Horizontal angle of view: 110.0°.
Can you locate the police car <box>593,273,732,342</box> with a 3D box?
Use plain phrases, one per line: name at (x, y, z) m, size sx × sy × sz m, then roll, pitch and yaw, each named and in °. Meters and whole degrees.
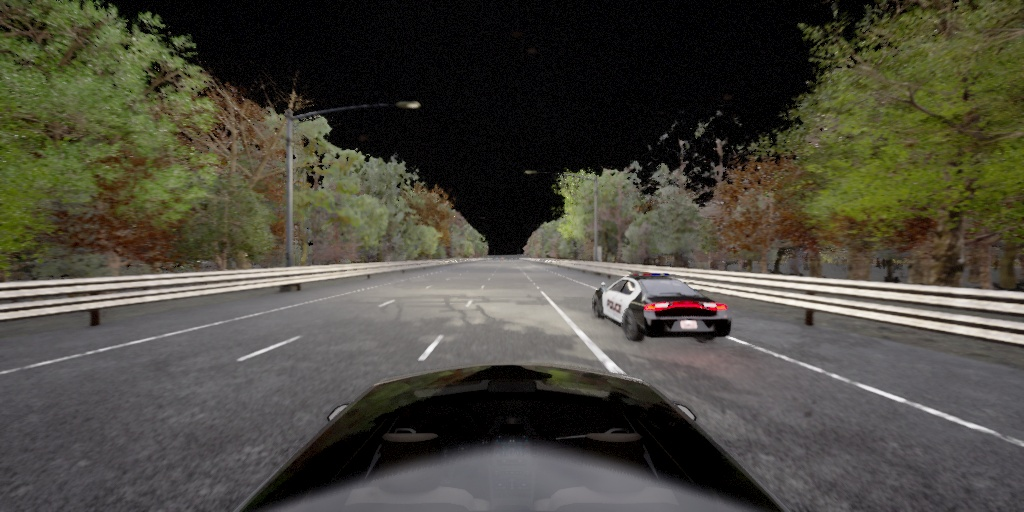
police car at (3.627, 1.244, 9.862) m, size 2.038 × 1.542 × 4.974 m, roll 0°, pitch 0°, yaw -1°
